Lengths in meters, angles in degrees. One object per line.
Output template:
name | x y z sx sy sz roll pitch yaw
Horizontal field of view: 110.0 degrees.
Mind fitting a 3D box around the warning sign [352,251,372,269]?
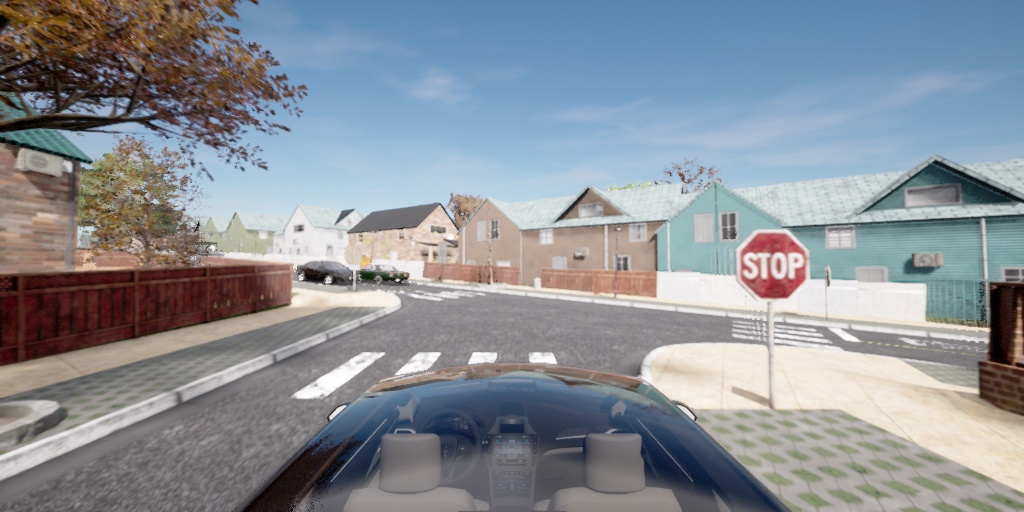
warning sign | -12.242 0.739 29.867 1.060 1.860 1.300 0 0 32

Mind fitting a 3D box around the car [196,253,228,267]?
car | -26.577 0.651 32.586 4.181 1.385 1.994 2 -1 32

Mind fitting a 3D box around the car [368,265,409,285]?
car | -9.537 1.273 25.325 4.718 1.301 1.895 2 -1 33

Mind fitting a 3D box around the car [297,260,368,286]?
car | -11.984 1.024 23.391 5.008 1.535 1.882 2 -1 32

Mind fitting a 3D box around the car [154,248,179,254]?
car | -39.731 -0.149 40.995 5.357 1.411 2.033 2 -1 32
